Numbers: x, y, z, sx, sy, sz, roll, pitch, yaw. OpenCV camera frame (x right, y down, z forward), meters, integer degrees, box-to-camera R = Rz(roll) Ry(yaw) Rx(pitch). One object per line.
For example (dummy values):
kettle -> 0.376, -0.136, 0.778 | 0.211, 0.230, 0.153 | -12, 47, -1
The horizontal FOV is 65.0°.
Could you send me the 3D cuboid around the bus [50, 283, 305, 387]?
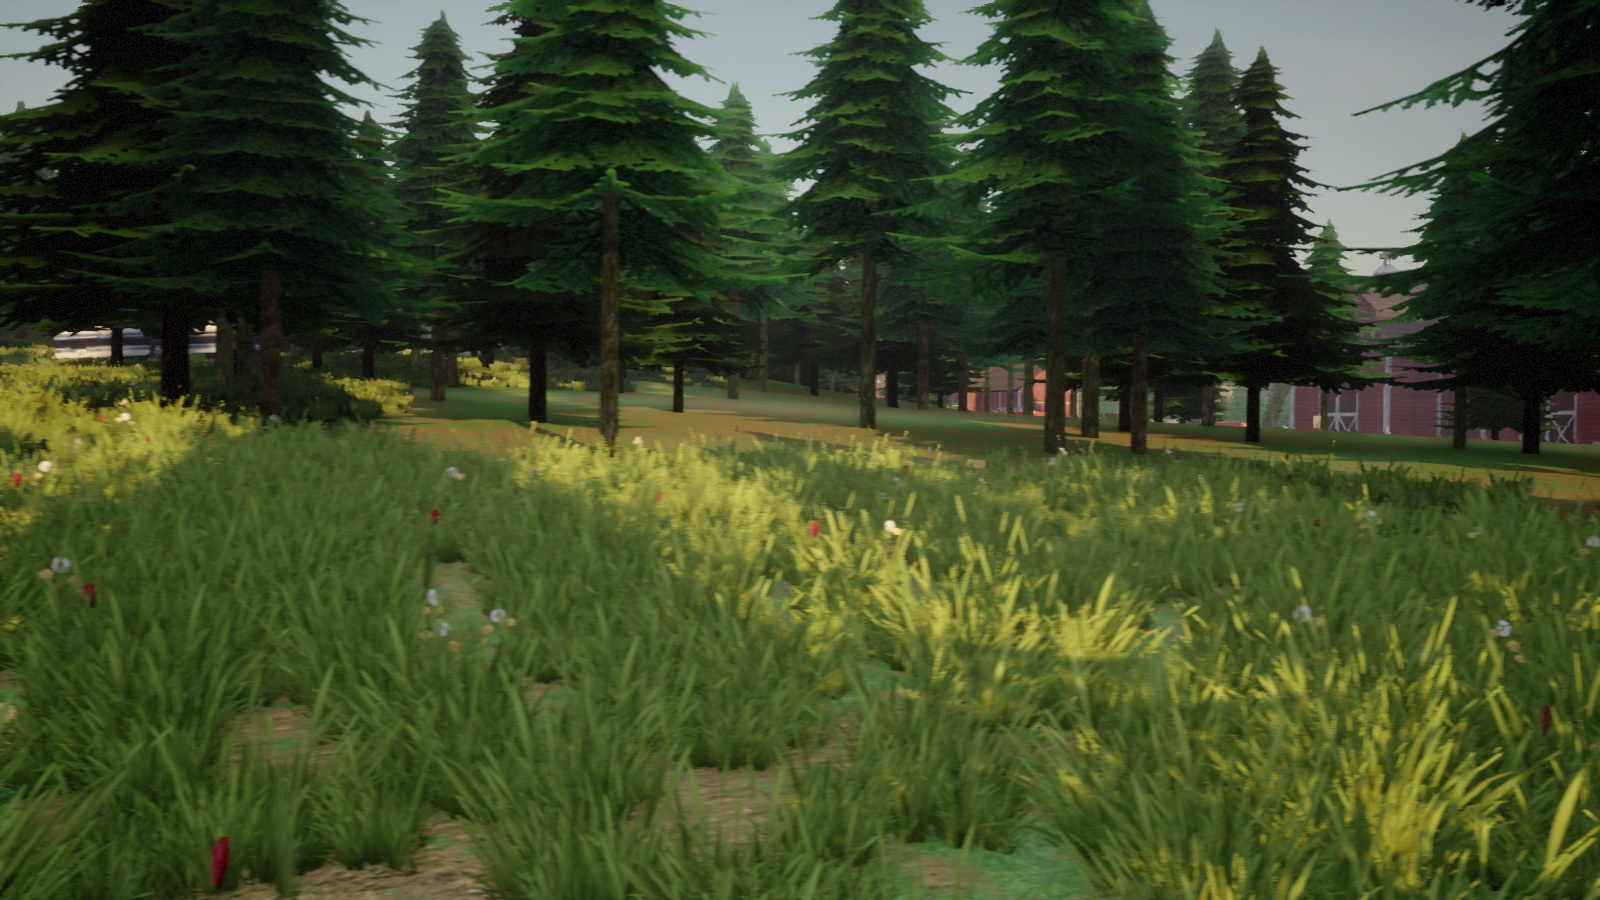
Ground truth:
bus -> -28.802, -5.486, 58.948 | 3.944, 4.253, 10.273 | -1, 6, 23
